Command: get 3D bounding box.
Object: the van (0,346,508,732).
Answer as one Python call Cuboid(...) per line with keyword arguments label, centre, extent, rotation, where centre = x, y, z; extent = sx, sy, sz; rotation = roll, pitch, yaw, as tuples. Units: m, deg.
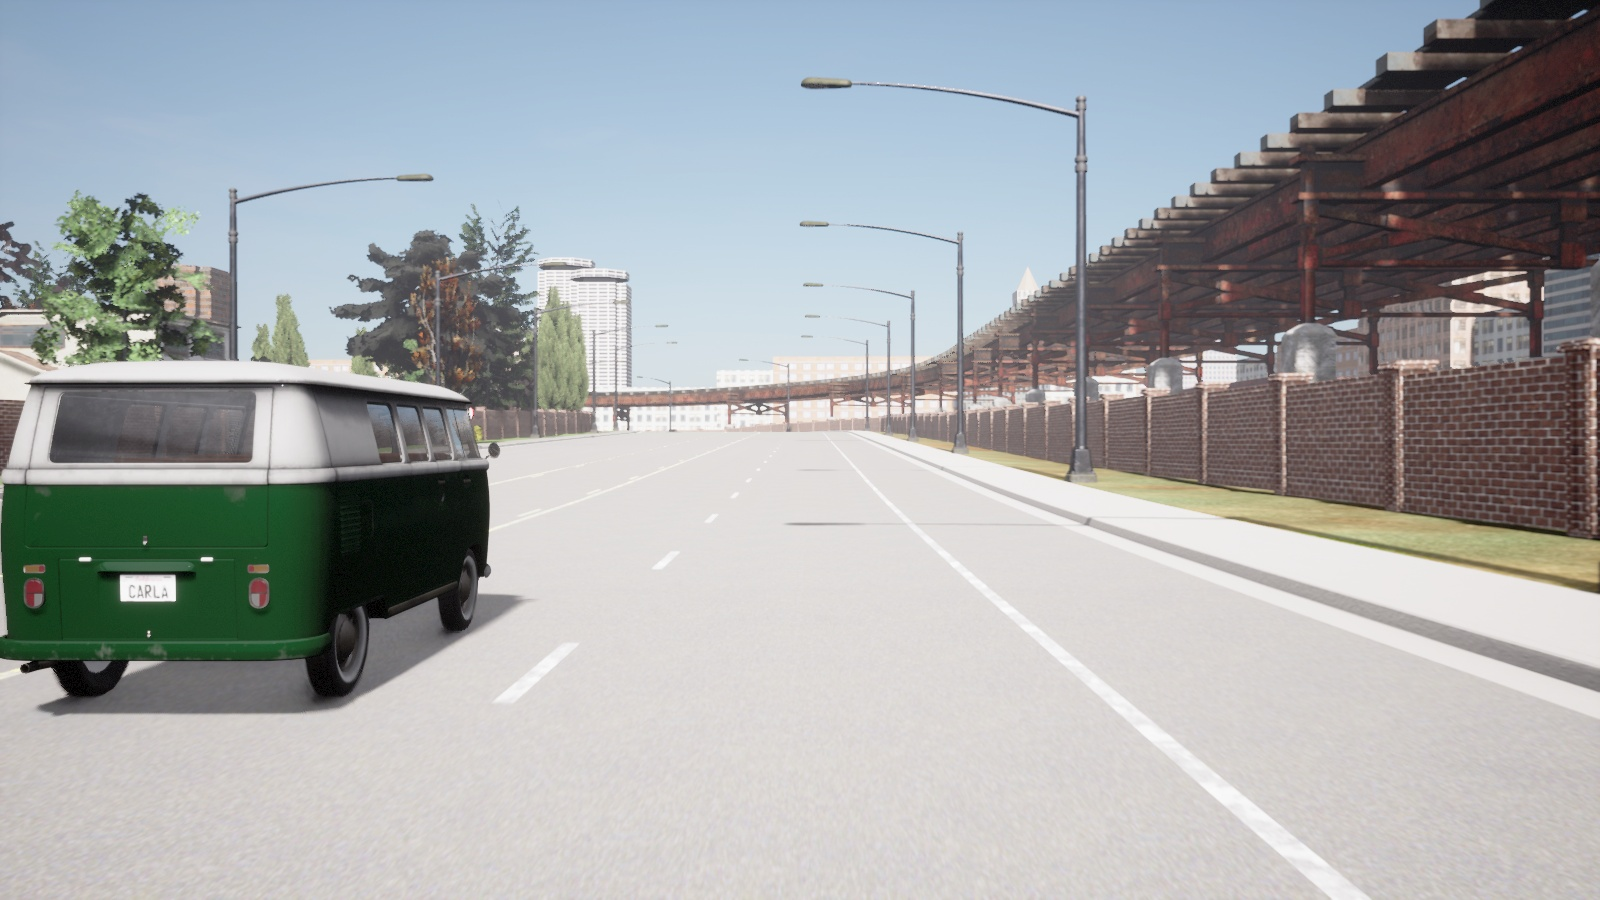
Cuboid(label="van", centre=(-3.435, 0.443, 8.687), extent=(1.775, 1.987, 4.442), rotation=(0, 0, 0))
